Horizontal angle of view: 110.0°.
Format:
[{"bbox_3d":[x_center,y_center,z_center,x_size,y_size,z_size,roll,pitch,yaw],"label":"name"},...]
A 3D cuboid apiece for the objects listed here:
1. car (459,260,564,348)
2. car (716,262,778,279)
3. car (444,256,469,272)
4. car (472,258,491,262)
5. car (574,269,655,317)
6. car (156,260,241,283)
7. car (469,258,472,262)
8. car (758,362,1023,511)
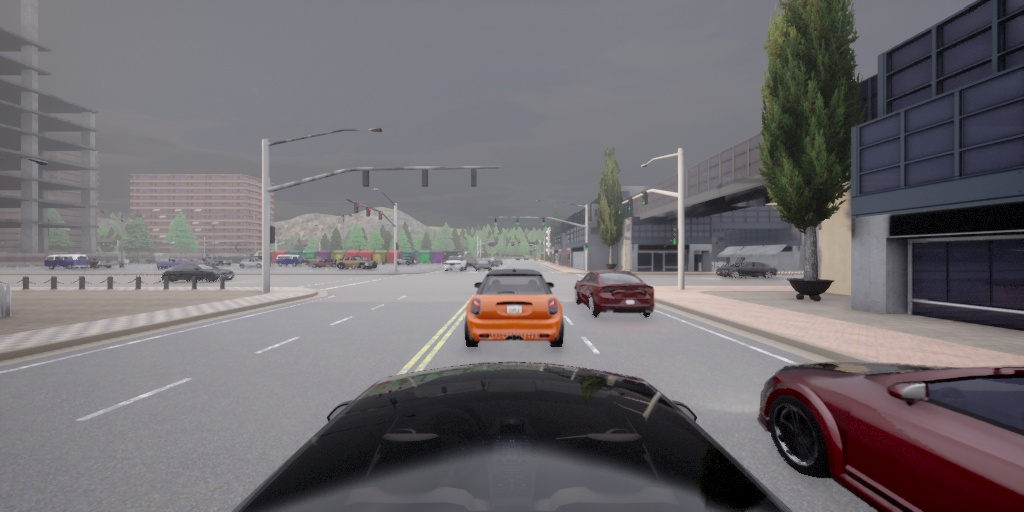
[{"bbox_3d":[0.059,1.101,9.377,2.097,1.767,4.553,0,0,0],"label":"car"},{"bbox_3d":[20.849,1.254,31.991,4.892,1.490,1.837,0,0,0],"label":"car"},{"bbox_3d":[-7.264,0.972,46.244,2.150,2.045,5.566,0,0,1],"label":"car"},{"bbox_3d":[-3.746,1.276,47.063,1.812,1.442,4.674,0,0,1],"label":"car"},{"bbox_3d":[3.567,1.228,13.287,1.882,1.535,5.008,0,0,0],"label":"car"},{"bbox_3d":[-24.035,1.276,27.554,4.674,1.442,1.812,0,0,0],"label":"car"},{"bbox_3d":[-6.901,1.101,59.692,2.097,1.767,4.553,0,0,1],"label":"car"},{"bbox_3d":[3.598,1.314,2.077,1.994,1.385,4.181,0,0,0],"label":"car"}]
